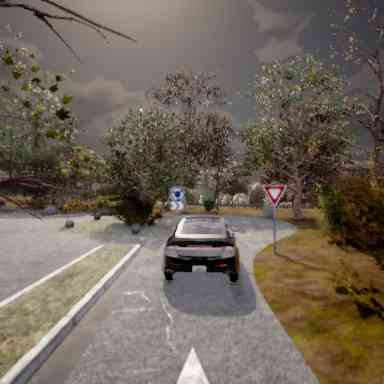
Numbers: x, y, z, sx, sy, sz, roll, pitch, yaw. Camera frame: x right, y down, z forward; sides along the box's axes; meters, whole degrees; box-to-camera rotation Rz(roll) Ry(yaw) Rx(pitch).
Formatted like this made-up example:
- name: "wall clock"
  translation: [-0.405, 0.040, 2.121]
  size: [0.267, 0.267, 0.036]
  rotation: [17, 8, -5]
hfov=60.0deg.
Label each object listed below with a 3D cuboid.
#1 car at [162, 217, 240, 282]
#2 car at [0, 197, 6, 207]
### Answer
- name: "car"
  translation: [0.357, 1.457, 9.659]
  size: [2.128, 1.511, 4.902]
  rotation: [0, 0, 5]
- name: "car"
  translation: [-24.893, 1.010, 39.815]
  size: [4.892, 1.490, 1.837]
  rotation: [4, -2, 1]
